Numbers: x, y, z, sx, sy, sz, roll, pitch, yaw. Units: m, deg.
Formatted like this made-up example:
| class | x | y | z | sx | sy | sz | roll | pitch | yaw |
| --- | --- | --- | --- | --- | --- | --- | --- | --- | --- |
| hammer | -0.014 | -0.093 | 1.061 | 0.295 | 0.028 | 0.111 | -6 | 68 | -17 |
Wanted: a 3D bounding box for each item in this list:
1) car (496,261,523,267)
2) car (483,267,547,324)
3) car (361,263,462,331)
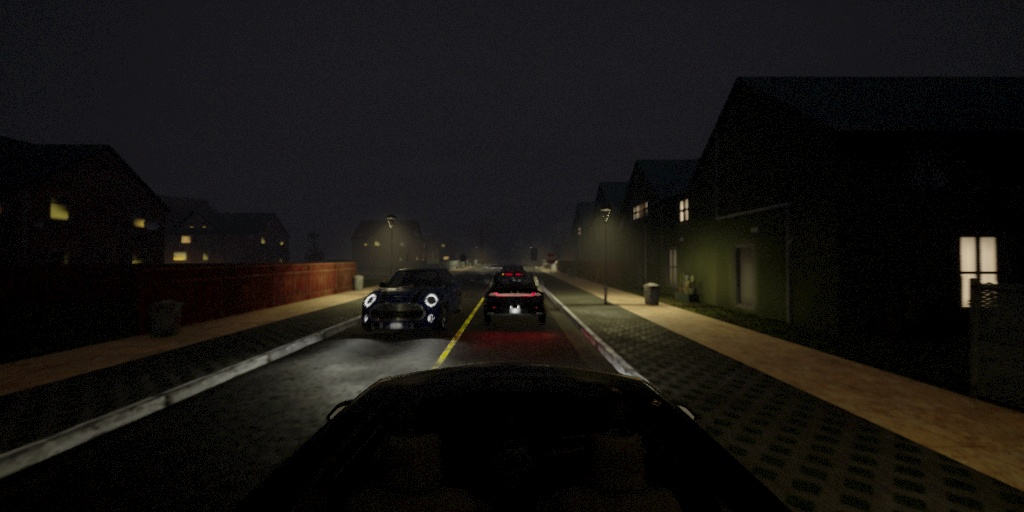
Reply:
| class | x | y | z | sx | sy | sz | roll | pitch | yaw |
| --- | --- | --- | --- | --- | --- | --- | --- | --- | --- |
| car | 0.036 | 1.328 | 24.591 | 1.837 | 1.490 | 4.892 | 0 | 0 | -1 |
| car | 0.080 | 1.273 | 12.045 | 2.128 | 1.511 | 4.902 | 0 | 0 | 0 |
| car | -2.846 | 1.132 | 11.071 | 2.097 | 1.767 | 4.553 | 0 | 0 | 0 |
